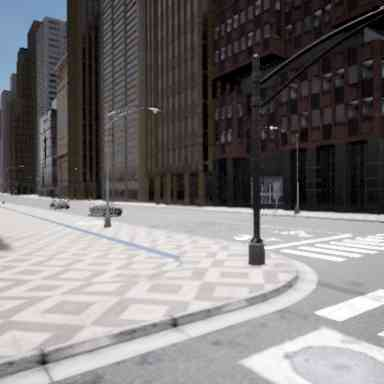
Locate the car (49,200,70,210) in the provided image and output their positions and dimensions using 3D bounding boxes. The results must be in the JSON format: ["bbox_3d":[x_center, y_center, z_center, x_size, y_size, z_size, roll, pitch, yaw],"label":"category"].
[{"bbox_3d":[-18.865,1.806,47.190,2.033,1.411,5.357,-1,0,-35],"label":"car"}]

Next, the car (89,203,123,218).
[{"bbox_3d":[-8.354,1.711,32.116,1.895,1.301,4.718,-1,0,-35],"label":"car"}]
